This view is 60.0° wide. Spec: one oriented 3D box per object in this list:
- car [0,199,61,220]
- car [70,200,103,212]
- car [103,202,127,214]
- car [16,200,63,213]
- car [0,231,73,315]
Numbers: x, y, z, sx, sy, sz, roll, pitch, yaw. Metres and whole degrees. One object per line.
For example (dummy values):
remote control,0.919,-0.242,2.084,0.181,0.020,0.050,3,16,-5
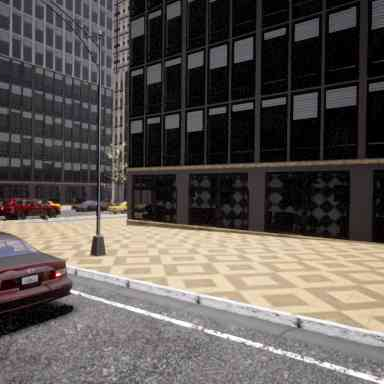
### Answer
car,-14.424,1.519,29.816,2.192,1.841,5.009,1,0,37
car,-12.539,1.755,42.061,2.033,1.411,5.357,1,0,37
car,-7.603,1.830,39.010,1.752,1.417,4.829,1,0,37
car,-17.898,1.643,39.199,1.752,1.417,4.829,1,0,37
car,-4.819,1.544,7.137,5.357,1.411,2.033,0,0,35
